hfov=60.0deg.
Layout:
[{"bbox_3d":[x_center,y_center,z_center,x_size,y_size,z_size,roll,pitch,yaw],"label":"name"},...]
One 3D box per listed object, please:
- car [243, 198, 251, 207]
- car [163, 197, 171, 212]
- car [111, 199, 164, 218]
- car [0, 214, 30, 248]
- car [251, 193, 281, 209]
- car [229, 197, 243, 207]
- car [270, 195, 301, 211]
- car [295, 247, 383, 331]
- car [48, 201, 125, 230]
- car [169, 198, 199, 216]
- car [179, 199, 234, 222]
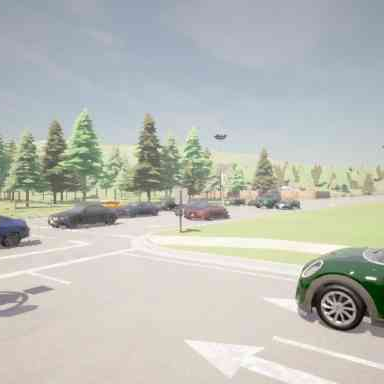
[{"bbox_3d":[9.982,1.564,50.441,1.994,1.385,4.181,0,0,36],"label":"car"},{"bbox_3d":[-2.694,1.352,39.115,2.097,1.767,4.553,0,0,36],"label":"car"},{"bbox_3d":[-4.905,1.564,30.176,1.994,1.385,4.181,0,0,37],"label":"car"},{"bbox_3d":[-8.611,1.526,12.638,1.812,1.442,4.674,0,0,33],"label":"car"},{"bbox_3d":[10.576,1.218,45.355,2.150,2.045,5.566,0,1,36],"label":"car"},{"bbox_3d":[6.784,1.491,52.006,2.128,1.511,4.902,0,0,36],"label":"car"},{"bbox_3d":[12.036,1.491,41.431,2.128,1.511,4.902,0,0,36],"label":"car"},{"bbox_3d":[4.088,1.352,5.374,4.553,1.767,2.097,0,0,36],"label":"car"},{"bbox_3d":[-6.909,1.526,21.567,1.812,1.442,4.674,0,0,36],"label":"car"},{"bbox_3d":[0.264,1.525,31.310,1.812,1.442,4.674,0,0,36],"label":"car"},{"bbox_3d":[1.226,1.564,26.709,1.994,1.385,4.181,0,0,36],"label":"car"}]
